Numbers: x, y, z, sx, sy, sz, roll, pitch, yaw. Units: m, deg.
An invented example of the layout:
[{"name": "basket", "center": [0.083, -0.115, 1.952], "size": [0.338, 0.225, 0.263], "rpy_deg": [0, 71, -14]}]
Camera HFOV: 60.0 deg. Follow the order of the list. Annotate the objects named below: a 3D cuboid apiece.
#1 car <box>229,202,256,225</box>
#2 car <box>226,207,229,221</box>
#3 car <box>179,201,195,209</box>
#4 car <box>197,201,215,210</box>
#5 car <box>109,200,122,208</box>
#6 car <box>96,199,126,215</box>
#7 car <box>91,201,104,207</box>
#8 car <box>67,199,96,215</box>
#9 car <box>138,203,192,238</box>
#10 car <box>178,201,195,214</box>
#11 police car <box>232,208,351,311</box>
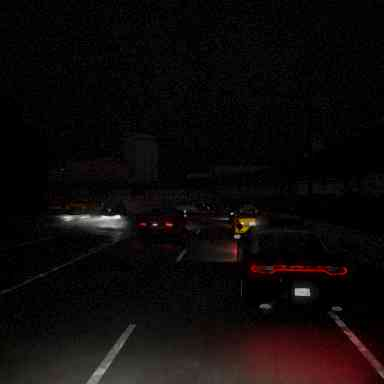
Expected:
[{"name": "car", "center": [3.082, 1.464, 18.028], "size": [1.801, 1.575, 5.366], "rpy_deg": [0, 0, 6]}, {"name": "car", "center": [3.623, 1.522, 24.037], "size": [1.837, 1.490, 4.892], "rpy_deg": [0, 0, 4]}, {"name": "car", "center": [-0.919, 2.348, 60.036], "size": [1.895, 1.301, 4.718], "rpy_deg": [0, -2, -15]}, {"name": "car", "center": [1.862, 1.863, 45.789], "size": [1.895, 1.301, 4.718], "rpy_deg": [0, -1, -8]}, {"name": "car", "center": [-16.998, 2.745, 73.665], "size": [2.097, 1.767, 4.553], "rpy_deg": [1, -3, -23]}, {"name": "car", "center": [-7.957, 1.521, 34.202], "size": [2.128, 1.511, 4.902], "rpy_deg": [0, -1, -2]}, {"name": "car", "center": [-21.162, 2.695, 74.301], "size": [1.837, 1.490, 4.892], "rpy_deg": [1, -3, -26]}, {"name": "car", "center": [-11.475, 1.504, 34.869], "size": [1.882, 1.535, 5.008], "rpy_deg": [0, -1, -2]}, {"name": "car", "center": [-1.431, 1.555, 17.719], "size": [2.033, 1.411, 5.357], "rpy_deg": [0, 0, 5]}, {"name": "car", "center": [-0.784, 1.664, 35.450], "size": [1.895, 1.301, 4.718], "rpy_deg": [0, -1, -2]}, {"name": "police car", "center": [2.062, 1.429, 7.996], "size": [1.930, 1.638, 5.238], "rpy_deg": [0, 0, 6]}]
